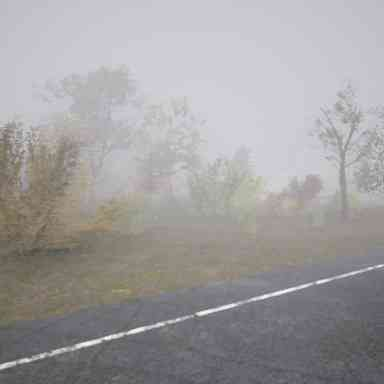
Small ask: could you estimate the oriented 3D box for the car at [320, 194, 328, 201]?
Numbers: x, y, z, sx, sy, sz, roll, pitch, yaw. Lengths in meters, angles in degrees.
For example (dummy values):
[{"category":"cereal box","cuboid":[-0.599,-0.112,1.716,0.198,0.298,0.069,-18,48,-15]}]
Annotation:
[{"category":"car","cuboid":[29.973,1.260,78.045,1.882,1.535,5.008,0,0,-37]}]
